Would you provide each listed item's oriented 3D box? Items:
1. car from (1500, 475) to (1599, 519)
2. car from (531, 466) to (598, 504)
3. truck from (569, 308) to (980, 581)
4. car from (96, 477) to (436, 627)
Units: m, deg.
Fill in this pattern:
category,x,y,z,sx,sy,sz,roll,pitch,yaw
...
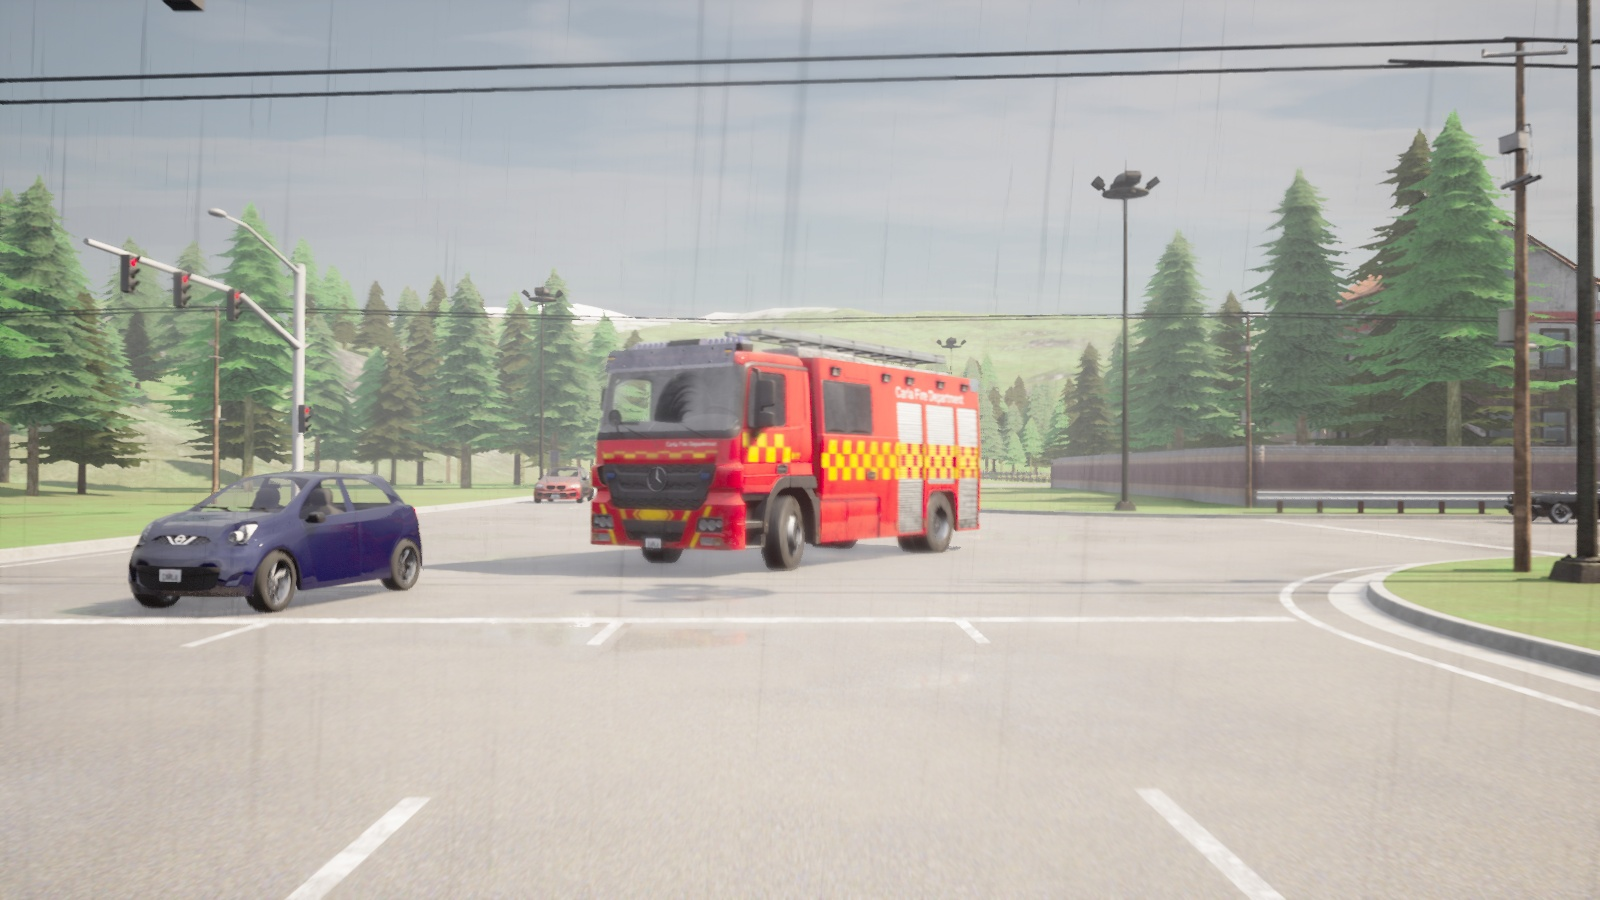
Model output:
category,x,y,z,sx,sy,sz,roll,pitch,yaw
car,24.402,1.416,38.612,4.718,1.301,1.895,0,-1,-1
car,-10.849,1.603,58.148,2.242,1.667,4.611,0,-1,0
truck,-0.005,-0.011,21.948,2.891,3.827,8.468,-1,-1,33
car,-6.048,1.080,14.718,1.845,1.501,3.633,-1,-1,14
